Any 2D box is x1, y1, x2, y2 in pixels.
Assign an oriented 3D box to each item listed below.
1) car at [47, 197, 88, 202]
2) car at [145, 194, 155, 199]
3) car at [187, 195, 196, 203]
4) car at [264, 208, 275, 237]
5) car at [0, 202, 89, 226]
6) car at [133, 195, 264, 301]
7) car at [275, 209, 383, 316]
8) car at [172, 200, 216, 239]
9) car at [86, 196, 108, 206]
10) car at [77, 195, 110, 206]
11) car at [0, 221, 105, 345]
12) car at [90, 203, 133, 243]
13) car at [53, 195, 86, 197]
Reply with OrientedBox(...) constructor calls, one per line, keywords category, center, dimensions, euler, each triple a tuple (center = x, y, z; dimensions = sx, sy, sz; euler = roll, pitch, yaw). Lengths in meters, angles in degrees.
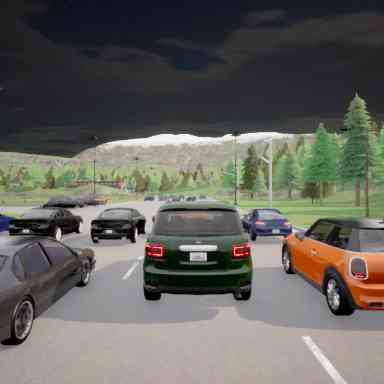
OrientedBox(category="car", center=(-15.815, 1.601, 41.550), dimensions=(4.718, 1.301, 1.895), euler=(0, 0, -16))
OrientedBox(category="car", center=(-10.458, 1.355, 83.536), dimensions=(2.097, 1.767, 4.553), euler=(0, 0, 0))
OrientedBox(category="car", center=(-0.048, 1.477, 71.703), dimensions=(1.882, 1.535, 5.008), euler=(0, 0, 0))
OrientedBox(category="car", center=(3.610, 1.526, 16.583), dimensions=(1.812, 1.442, 4.674), euler=(0, 0, 0))
OrientedBox(category="car", center=(-6.892, 1.478, 16.281), dimensions=(1.882, 1.535, 5.008), euler=(0, 0, 0))
OrientedBox(category="car", center=(0.107, 1.221, 8.482), dimensions=(2.150, 2.045, 5.566), euler=(0, 0, 0))
OrientedBox(category="car", center=(3.600, 1.352, 7.683), dimensions=(2.097, 1.767, 4.553), euler=(0, 0, 0))
OrientedBox(category="car", center=(0.109, 1.352, 18.004), dimensions=(2.097, 1.767, 4.553), euler=(0, 0, 0))
OrientedBox(category="car", center=(-15.361, 1.525, 49.254), dimensions=(4.674, 1.442, 1.812), euler=(0, 1, -26))
OrientedBox(category="car", center=(-15.781, 1.351, 53.314), dimensions=(4.553, 1.767, 2.097), euler=(0, 0, -32))
OrientedBox(category="car", center=(-3.400, 1.547, 6.284), dimensions=(2.033, 1.411, 5.357), euler=(0, 0, 0))
OrientedBox(category="car", center=(-3.392, 1.478, 16.111), dimensions=(1.882, 1.535, 5.008), euler=(0, 0, 0))
OrientedBox(category="car", center=(-17.119, 1.351, 44.906), dimensions=(4.553, 1.767, 2.097), euler=(0, 0, -13))
